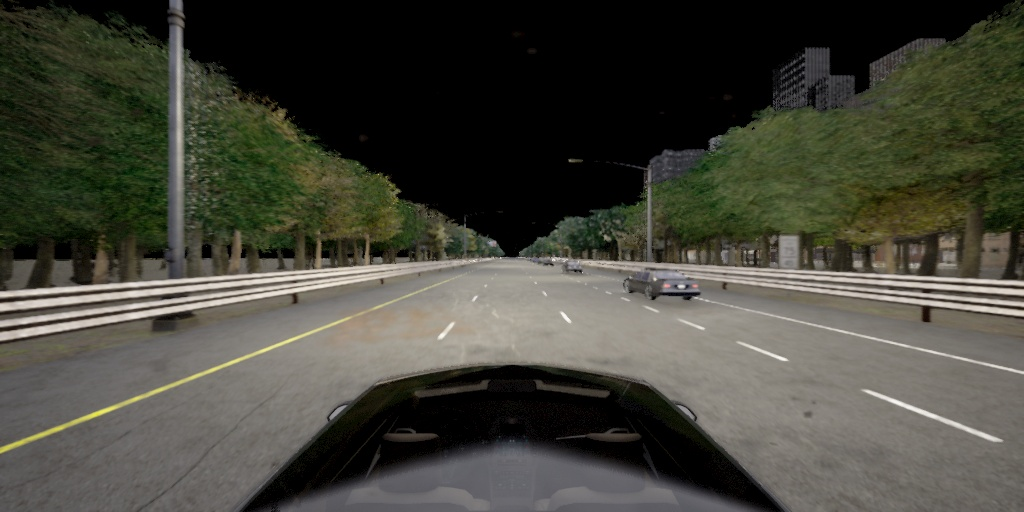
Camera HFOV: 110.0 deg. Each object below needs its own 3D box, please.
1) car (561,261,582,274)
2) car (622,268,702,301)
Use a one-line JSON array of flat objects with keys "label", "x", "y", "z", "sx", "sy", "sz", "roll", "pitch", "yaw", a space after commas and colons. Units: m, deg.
[{"label": "car", "x": 6.993, "y": 1.313, "z": 42.287, "sx": 2.033, "sy": 1.411, "sz": 5.357, "roll": 0, "pitch": 0, "yaw": 0}, {"label": "car", "x": 6.997, "y": 1.302, "z": 17.329, "sx": 2.033, "sy": 1.411, "sz": 5.357, "roll": 0, "pitch": 0, "yaw": 0}]
